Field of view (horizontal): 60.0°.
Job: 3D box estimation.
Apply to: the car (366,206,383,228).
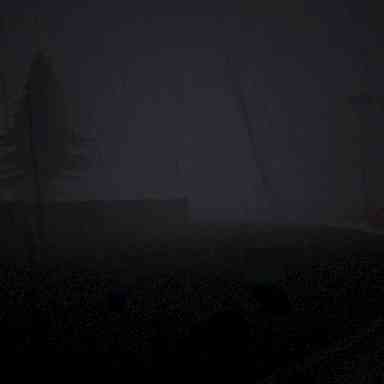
[{"bbox_3d":[13.153,1.534,21.394,2.097,1.767,4.553,-2,-2,2],"label":"car"}]
